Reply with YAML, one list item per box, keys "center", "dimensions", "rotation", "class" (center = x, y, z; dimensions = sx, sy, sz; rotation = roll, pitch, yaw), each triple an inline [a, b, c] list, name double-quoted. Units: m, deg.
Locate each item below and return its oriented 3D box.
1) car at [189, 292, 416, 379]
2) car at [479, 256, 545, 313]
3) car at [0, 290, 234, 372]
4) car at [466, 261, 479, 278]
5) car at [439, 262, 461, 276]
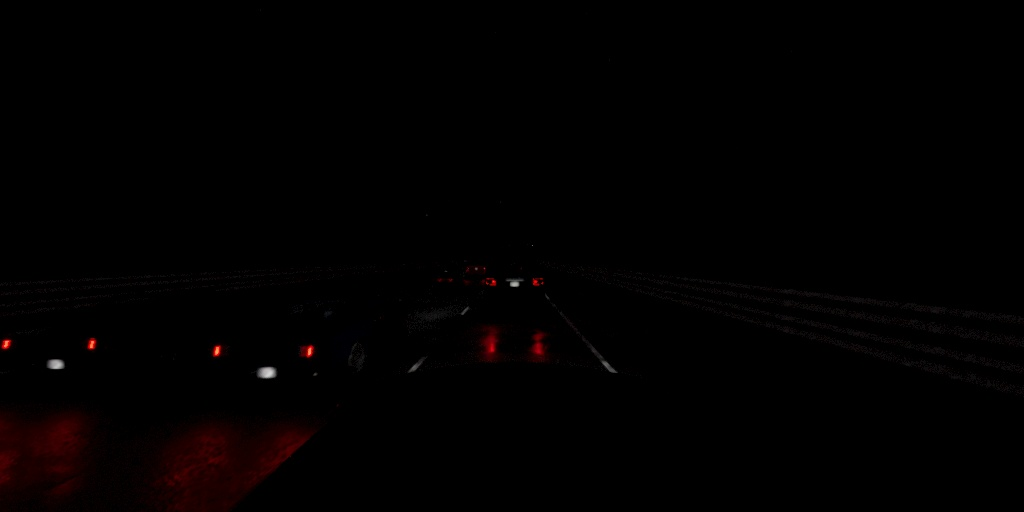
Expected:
- center: [-3.442, 1.373, 7.288]
  dimensions: [1.895, 1.301, 4.718]
  rotation: [0, 0, 0]
  class: "car"
- center: [0.097, 1.023, 14.456]
  dimensions: [2.150, 2.045, 5.566]
  rotation: [0, 0, 0]
  class: "car"
- center: [-6.938, 1.374, 7.690]
  dimensions: [1.895, 1.301, 4.718]
  rotation: [0, 0, 0]
  class: "car"
- center: [-3.391, 1.239, 36.363]
  dimensions: [2.097, 1.767, 4.553]
  rotation: [0, 0, 0]
  class: "car"
- center: [-6.891, 1.395, 40.038]
  dimensions: [2.128, 1.511, 4.902]
  rotation: [0, 0, 0]
  class: "car"
